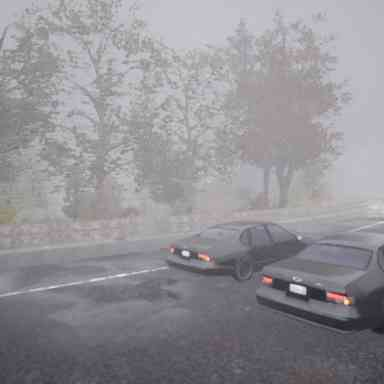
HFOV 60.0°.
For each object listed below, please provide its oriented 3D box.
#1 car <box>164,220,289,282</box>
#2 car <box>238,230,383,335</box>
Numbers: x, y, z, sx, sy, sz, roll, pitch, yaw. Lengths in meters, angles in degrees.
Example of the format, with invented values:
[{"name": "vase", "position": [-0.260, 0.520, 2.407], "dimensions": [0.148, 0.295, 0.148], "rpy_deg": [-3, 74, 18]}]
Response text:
[{"name": "car", "position": [1.773, 1.556, 9.788], "dimensions": [5.357, 1.411, 2.033], "rpy_deg": [0, 0, -40]}, {"name": "car", "position": [3.568, 1.543, 6.742], "dimensions": [5.357, 1.411, 2.033], "rpy_deg": [0, 0, -40]}]
